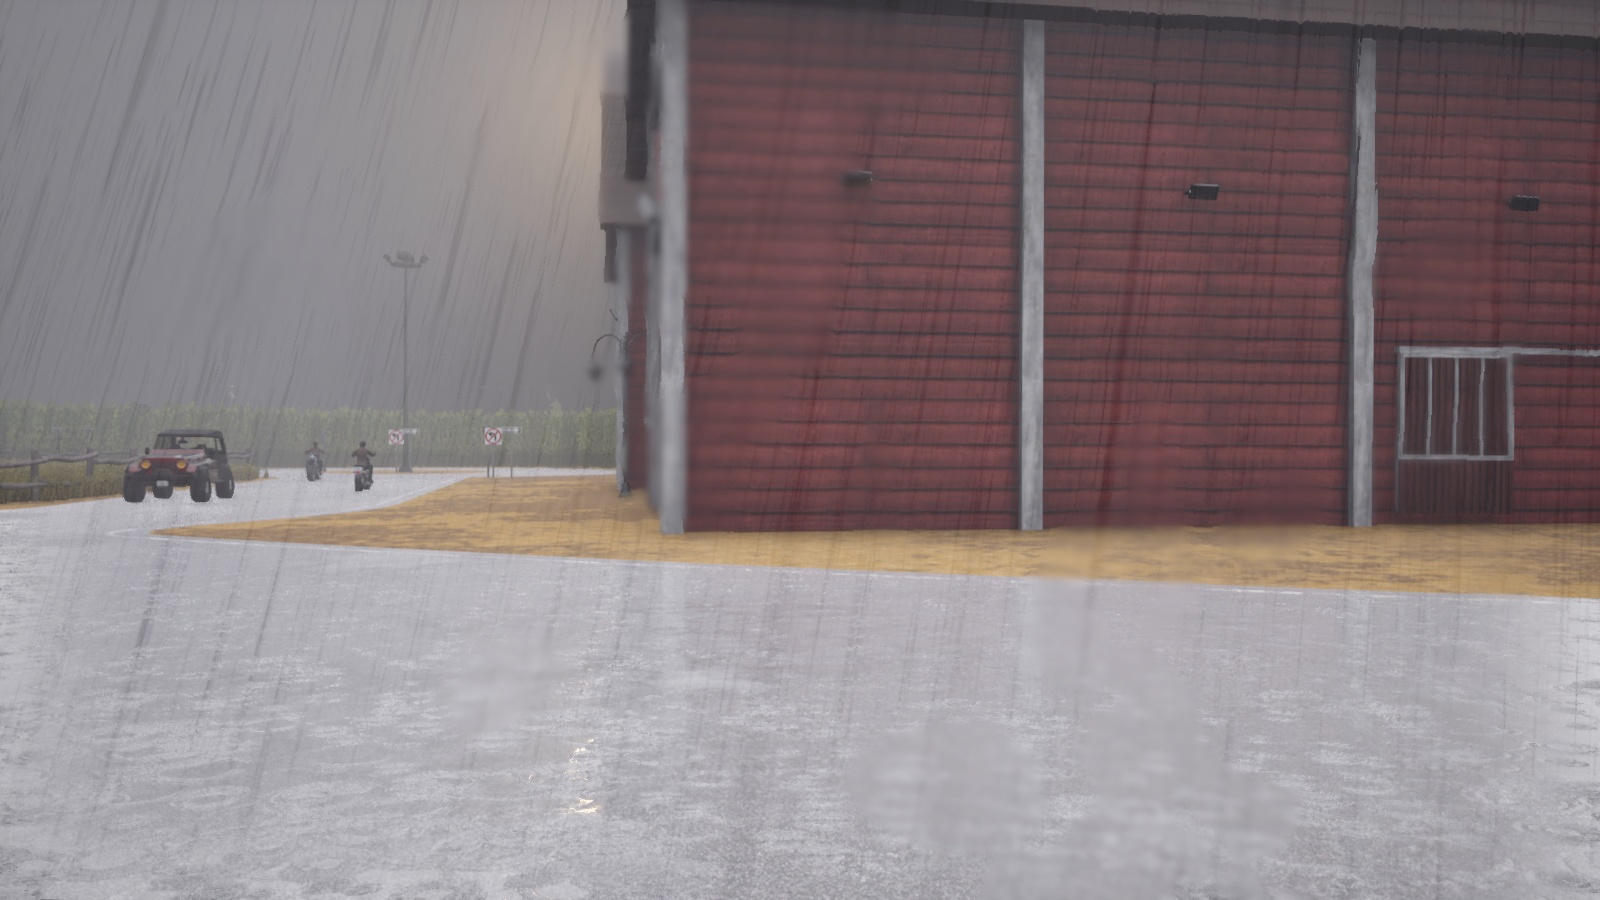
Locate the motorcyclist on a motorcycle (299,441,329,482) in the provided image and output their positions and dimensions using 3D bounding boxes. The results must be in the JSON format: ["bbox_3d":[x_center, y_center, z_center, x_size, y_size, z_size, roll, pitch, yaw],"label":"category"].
[{"bbox_3d":[-19.663,0.442,50.835,0.766,1.649,2.350,0,0,-12],"label":"motorcyclist on a motorcycle"}]

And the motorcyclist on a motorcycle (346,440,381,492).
[{"bbox_3d":[-14.143,0.502,40.738,0.766,1.649,2.350,0,0,-11],"label":"motorcyclist on a motorcycle"}]

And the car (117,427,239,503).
[{"bbox_3d":[-16.201,0.361,32.918,1.905,1.878,3.866,0,0,-11],"label":"car"}]
